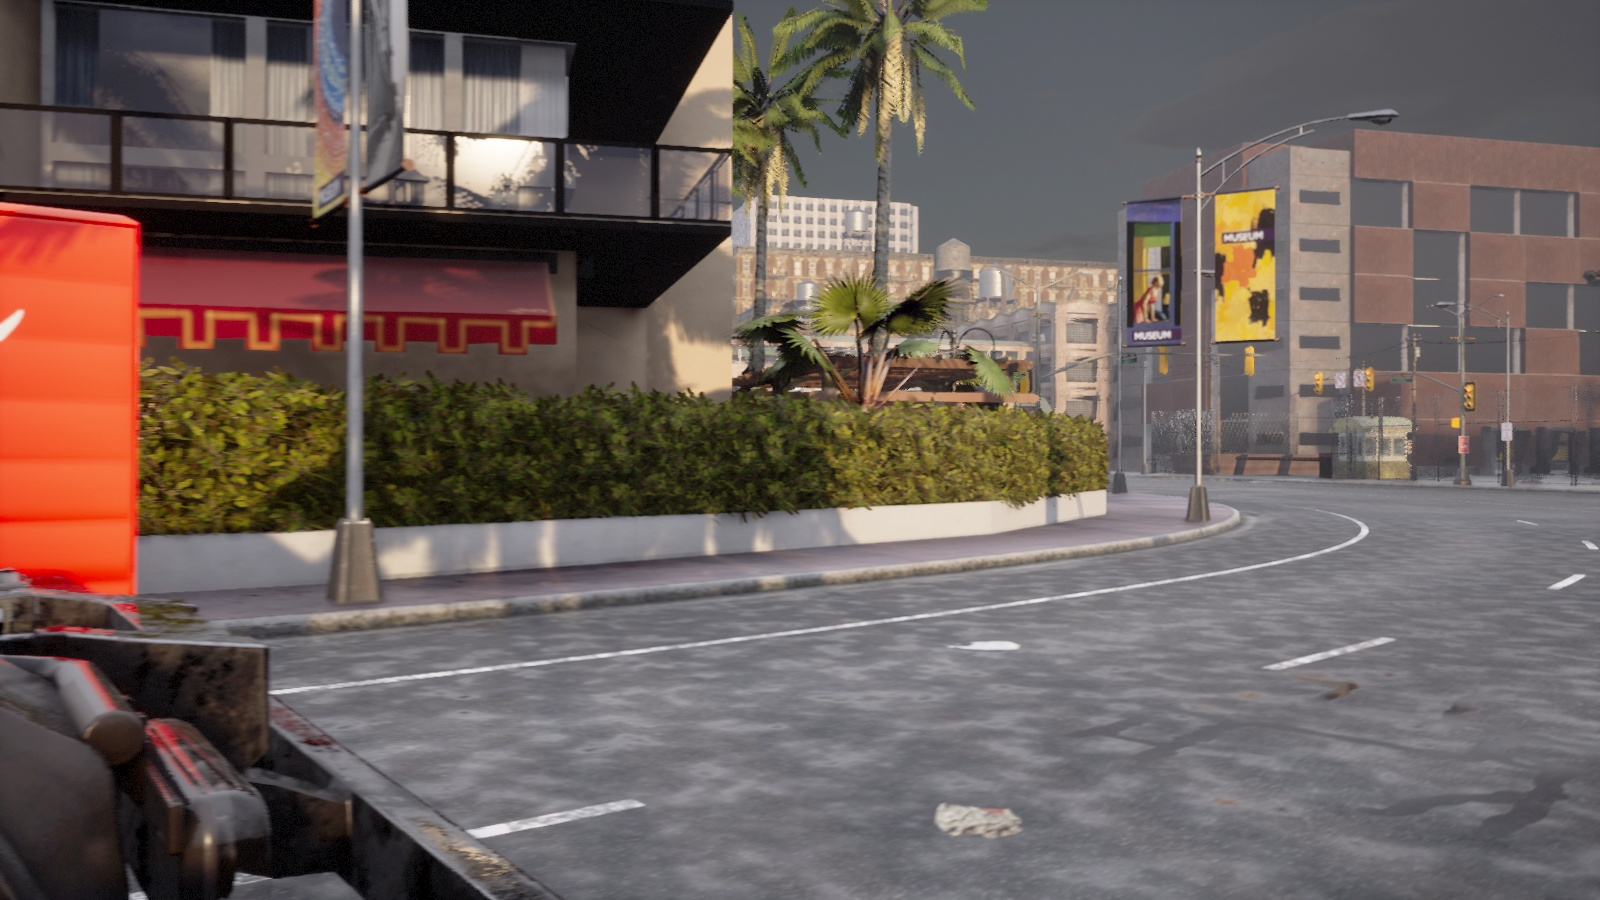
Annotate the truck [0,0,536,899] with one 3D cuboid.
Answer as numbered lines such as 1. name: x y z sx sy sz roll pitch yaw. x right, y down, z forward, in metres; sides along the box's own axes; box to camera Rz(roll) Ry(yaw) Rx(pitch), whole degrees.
1. truck: -4.430 -0.224 0.564 7.936 3.462 2.891 0 0 -35

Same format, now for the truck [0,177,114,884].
1. truck: -5.388 0.283 4.151 5.204 2.467 2.627 0 0 -35
